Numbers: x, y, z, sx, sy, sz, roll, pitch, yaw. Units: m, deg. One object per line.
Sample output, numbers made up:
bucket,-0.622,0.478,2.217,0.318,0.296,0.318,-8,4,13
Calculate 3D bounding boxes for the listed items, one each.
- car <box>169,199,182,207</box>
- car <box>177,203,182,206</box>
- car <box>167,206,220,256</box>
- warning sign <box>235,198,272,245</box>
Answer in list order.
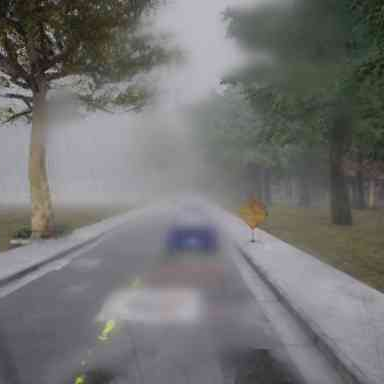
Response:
car,-2.821,1.851,57.171,1.994,1.385,4.181,0,0,0
car,0.034,1.747,26.918,1.895,1.301,4.718,0,0,1
car,0.050,1.556,13.584,1.882,1.535,5.008,0,0,0
warning sign,2.515,1.195,13.735,1.300,1.860,1.060,0,0,0
